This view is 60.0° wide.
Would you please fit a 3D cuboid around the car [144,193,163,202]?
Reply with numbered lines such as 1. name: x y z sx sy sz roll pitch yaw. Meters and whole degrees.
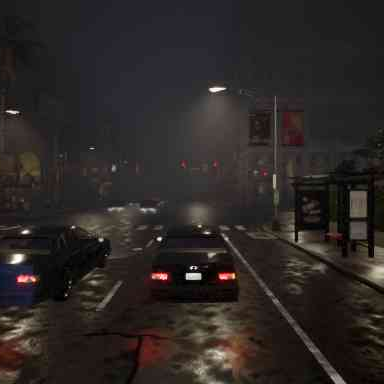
1. car: -7.515 1.352 65.506 2.097 1.767 4.553 0 0 0

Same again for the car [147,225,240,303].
1. car: 0.024 1.547 8.421 2.033 1.411 5.357 0 0 0

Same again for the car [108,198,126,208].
1. car: -10.947 1.564 48.787 1.994 1.385 4.181 0 0 0

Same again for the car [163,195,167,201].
1. car: -7.572 1.500 77.545 1.837 1.490 4.892 0 0 0

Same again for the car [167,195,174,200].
1. car: -7.049 1.500 89.683 1.837 1.490 4.892 0 0 9

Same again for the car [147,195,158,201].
1. car: -10.595 1.595 89.508 1.895 1.301 4.718 0 0 6

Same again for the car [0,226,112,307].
1. car: -3.476 1.547 8.236 2.033 1.411 5.357 0 0 0

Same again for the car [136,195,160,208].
1. car: -6.285 1.564 46.930 1.994 1.385 4.181 0 0 -18

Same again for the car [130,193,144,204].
1. car: -11.009 1.526 65.687 1.812 1.442 4.674 0 0 0
